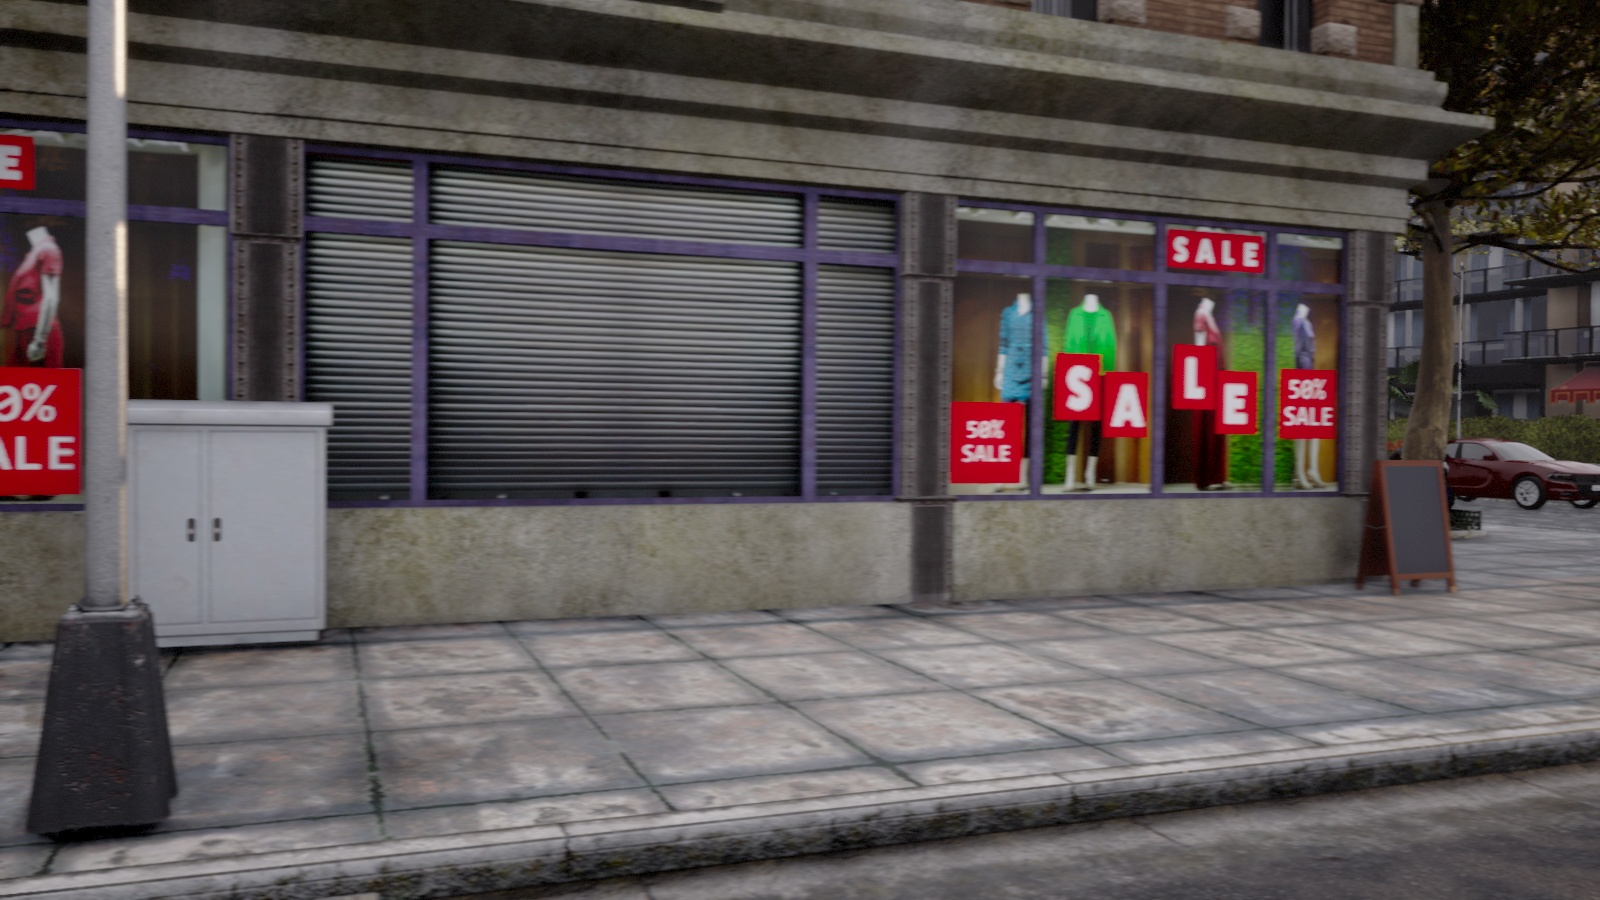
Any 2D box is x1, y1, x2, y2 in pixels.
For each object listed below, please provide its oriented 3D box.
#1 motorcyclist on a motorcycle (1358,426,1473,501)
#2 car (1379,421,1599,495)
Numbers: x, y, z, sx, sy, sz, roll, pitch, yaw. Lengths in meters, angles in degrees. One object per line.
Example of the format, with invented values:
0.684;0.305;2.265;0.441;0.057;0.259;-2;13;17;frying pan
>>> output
13.073;0.256;26.747;0.866;1.530;2.191;-1;1;-21;motorcyclist on a motorcycle
16.003;0.133;28.866;1.882;1.535;5.008;-1;1;-21;car
